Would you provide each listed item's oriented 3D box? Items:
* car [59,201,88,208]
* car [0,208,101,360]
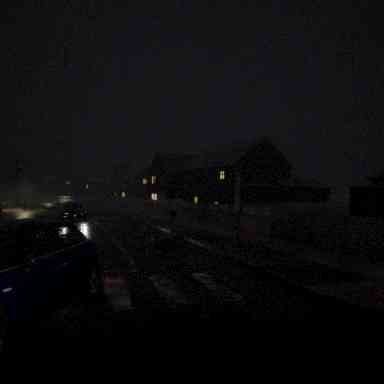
[{"bbox_3d":[-9.667,1.535,26.994,1.837,1.490,4.892,1,0,-23],"label":"car"},{"bbox_3d":[-3.263,1.305,5.418,2.097,1.767,4.553,0,0,8],"label":"car"}]
